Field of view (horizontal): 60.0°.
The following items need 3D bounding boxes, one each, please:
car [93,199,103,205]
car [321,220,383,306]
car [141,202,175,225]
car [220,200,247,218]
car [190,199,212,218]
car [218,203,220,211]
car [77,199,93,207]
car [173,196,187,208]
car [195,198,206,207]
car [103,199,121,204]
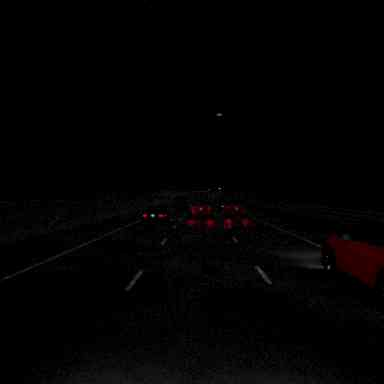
[{"bbox_3d":[-16.086,2.030,61.318,1.812,1.442,4.674,0,0,2],"label":"car"},{"bbox_3d":[4.774,1.421,7.859,2.097,1.767,4.553,0,0,1],"label":"car"},{"bbox_3d":[-2.762,1.771,26.383,2.033,1.411,5.357,0,0,1],"label":"car"},{"bbox_3d":[4.394,1.642,34.357,2.097,1.767,4.553,0,-1,2],"label":"car"},{"bbox_3d":[0.908,1.638,33.719,2.097,1.767,4.553,0,0,1],"label":"car"},{"bbox_3d":[4.585,1.931,45.683,2.033,1.411,5.357,0,0,1],"label":"car"},{"bbox_3d":[-19.586,2.063,61.313,1.994,1.385,4.181,0,0,2],"label":"car"},{"bbox_3d":[-2.065,1.698,57.216,2.150,2.045,5.566,0,0,1],"label":"car"},{"bbox_3d":[1.579,2.017,63.464,2.128,1.511,4.902,0,-1,1],"label":"car"},{"bbox_3d":[-12.756,2.058,55.152,1.895,1.301,4.718,0,0,2],"label":"car"}]
